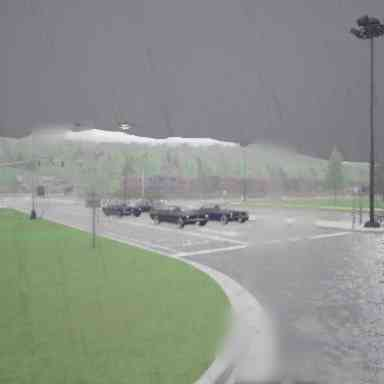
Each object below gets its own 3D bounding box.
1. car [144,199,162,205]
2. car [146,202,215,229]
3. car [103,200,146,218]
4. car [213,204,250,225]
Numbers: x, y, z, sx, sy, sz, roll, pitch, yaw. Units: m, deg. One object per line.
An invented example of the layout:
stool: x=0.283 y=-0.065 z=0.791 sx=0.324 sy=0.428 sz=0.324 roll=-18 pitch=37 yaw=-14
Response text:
car: x=-3.769 y=1.442 z=32.105 sx=2.128 sy=1.511 sz=4.902 roll=0 pitch=0 yaw=-35
car: x=-0.895 y=1.563 z=21.901 sx=1.895 sy=1.301 sz=4.718 roll=0 pitch=0 yaw=-35
car: x=-6.211 y=1.561 z=29.492 sx=1.895 sy=1.301 sz=4.718 roll=0 pitch=0 yaw=-35
car: x=1.948 y=1.552 z=23.943 sx=1.895 sy=1.301 sz=4.718 roll=0 pitch=0 yaw=-35
